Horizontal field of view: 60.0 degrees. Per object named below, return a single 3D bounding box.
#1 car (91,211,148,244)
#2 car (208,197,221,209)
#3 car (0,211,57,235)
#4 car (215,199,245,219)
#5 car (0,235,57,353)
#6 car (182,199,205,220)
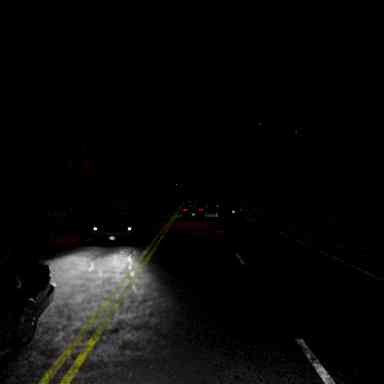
[{"bbox_3d":[-3.320,1.614,16.011,1.895,1.301,4.718,0,0,0],"label":"car"},{"bbox_3d":[3.352,1.534,46.391,1.837,1.490,4.892,0,0,0],"label":"car"},{"bbox_3d":[-6.585,1.488,11.908,1.882,1.535,5.008,0,0,0],"label":"car"},{"bbox_3d":[3.352,1.585,28.886,1.994,1.385,4.181,0,0,0],"label":"car"},{"bbox_3d":[-3.310,1.551,3.550,2.033,1.411,5.357,0,0,0],"label":"car"},{"bbox_3d":[0.103,1.546,27.908,1.812,1.442,4.674,0,0,0],"label":"car"}]
